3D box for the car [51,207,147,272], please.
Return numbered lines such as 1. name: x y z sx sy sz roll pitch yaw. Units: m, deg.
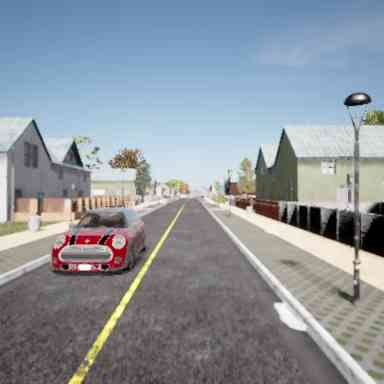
1. car: -2.743 1.329 10.759 2.097 1.767 4.553 0 0 0
